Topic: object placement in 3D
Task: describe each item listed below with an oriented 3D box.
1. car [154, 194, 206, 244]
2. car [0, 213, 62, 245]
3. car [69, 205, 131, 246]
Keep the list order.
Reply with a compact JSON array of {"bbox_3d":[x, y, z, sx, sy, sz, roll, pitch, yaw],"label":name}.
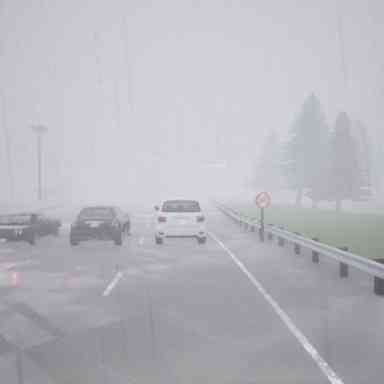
[{"bbox_3d":[-0.612,1.255,15.853,2.150,2.045,5.566,0,0,-4],"label":"car"},{"bbox_3d":[-7.592,1.613,15.325,1.895,1.301,4.718,0,0,-4],"label":"car"},{"bbox_3d":[-4.098,1.363,15.529,2.097,1.767,4.553,0,0,-4],"label":"car"}]
